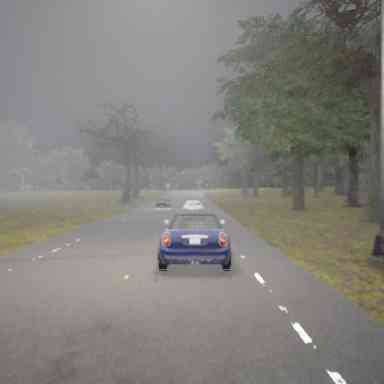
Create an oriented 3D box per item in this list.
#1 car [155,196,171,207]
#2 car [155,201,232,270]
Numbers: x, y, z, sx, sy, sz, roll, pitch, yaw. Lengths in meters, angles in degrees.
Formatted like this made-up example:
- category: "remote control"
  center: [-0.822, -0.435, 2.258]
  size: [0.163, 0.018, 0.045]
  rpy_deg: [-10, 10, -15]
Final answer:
- category: "car"
  center: [-3.578, 1.242, 42.142]
  size: [2.033, 1.411, 5.357]
  rpy_deg: [0, 1, 0]
- category: "car"
  center: [0.086, 1.345, 11.205]
  size: [2.097, 1.767, 4.553]
  rpy_deg: [0, 0, 0]
